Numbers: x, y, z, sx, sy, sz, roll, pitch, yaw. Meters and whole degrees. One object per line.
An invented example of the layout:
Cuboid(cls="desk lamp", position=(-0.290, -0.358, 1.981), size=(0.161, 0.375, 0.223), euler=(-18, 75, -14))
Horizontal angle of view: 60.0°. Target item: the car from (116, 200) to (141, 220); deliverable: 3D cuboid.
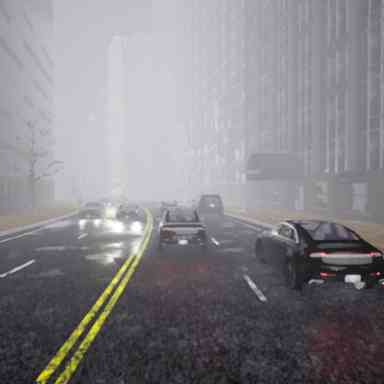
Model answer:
Cuboid(cls="car", position=(-5.290, 1.608, 27.920), size=(1.895, 1.301, 4.718), euler=(0, 0, -8))

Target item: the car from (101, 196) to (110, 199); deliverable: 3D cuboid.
Cuboid(cls="car", position=(-18.219, 1.575, 69.848), size=(1.895, 1.301, 4.718), euler=(0, 0, -19))

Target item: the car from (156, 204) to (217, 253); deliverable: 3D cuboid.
Cuboid(cls="car", position=(-0.456, 1.488, 13.769), size=(2.128, 1.511, 4.902), euler=(0, 0, -4))

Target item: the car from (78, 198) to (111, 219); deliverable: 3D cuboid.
Cuboid(cls="car", position=(-8.806, 1.568, 29.766), size=(2.033, 1.411, 5.357), euler=(0, 0, -8))

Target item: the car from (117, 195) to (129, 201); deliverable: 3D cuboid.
Cuboid(cls="car", position=(-14.096, 1.324, 67.697), size=(2.097, 1.767, 4.553), euler=(0, 0, -17))

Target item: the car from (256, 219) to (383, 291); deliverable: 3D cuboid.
Cuboid(cls="car", position=(3.062, 1.482, 8.953), size=(2.128, 1.511, 4.902), euler=(0, 0, -2))

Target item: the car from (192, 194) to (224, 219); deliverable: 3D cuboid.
Cuboid(cls="car", position=(1.286, 1.202, 29.291), size=(2.150, 2.045, 5.566), euler=(0, 0, -7))

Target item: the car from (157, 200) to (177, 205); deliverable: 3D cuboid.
Cuboid(cls="car", position=(-2.142, 1.484, 30.231), size=(2.128, 1.511, 4.902), euler=(0, 0, -8))
